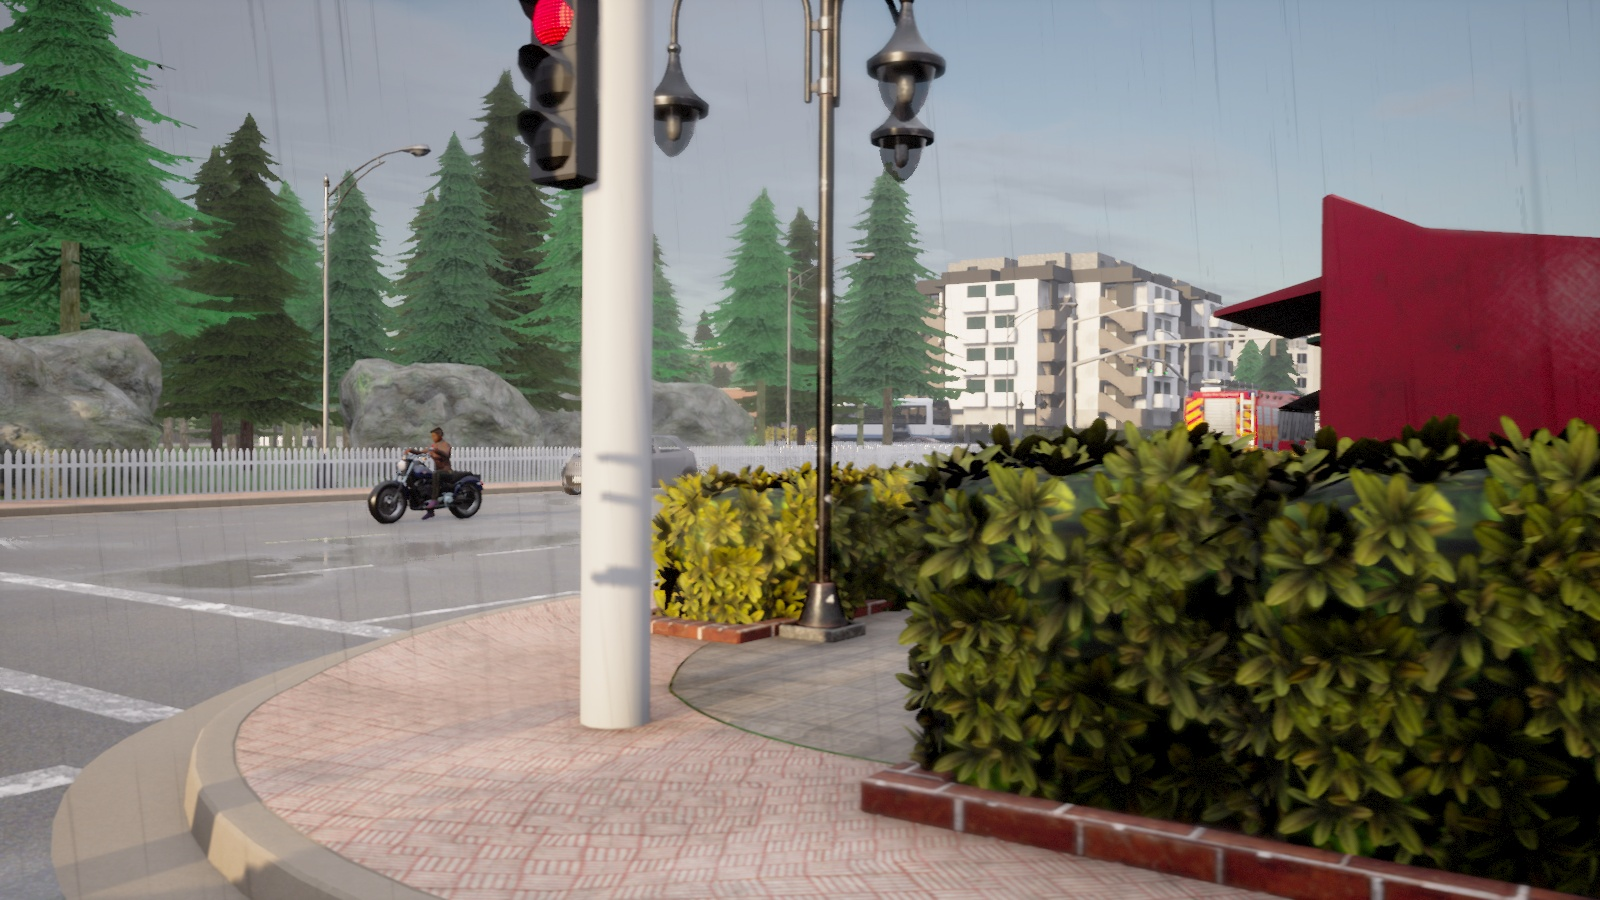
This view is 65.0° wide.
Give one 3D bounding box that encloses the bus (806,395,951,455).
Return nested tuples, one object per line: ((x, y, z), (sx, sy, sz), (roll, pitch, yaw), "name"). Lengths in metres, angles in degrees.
((5.817, -1.828, 94.430), (10.273, 4.253, 3.944), (0, 1, 35), "bus")

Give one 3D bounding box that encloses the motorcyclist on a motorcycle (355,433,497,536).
((-6.340, 0.539, 21.448), (0.766, 1.649, 2.350), (0, 1, 34), "motorcyclist on a motorcycle")

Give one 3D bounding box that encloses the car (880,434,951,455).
((8.133, -0.377, 88.512), (4.674, 1.442, 1.812), (0, 1, 36), "car")

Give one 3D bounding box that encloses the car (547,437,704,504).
((-4.231, 0.463, 30.828), (1.845, 1.501, 3.633), (0, 1, 34), "car")

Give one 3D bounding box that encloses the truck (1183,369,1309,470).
((18.708, -1.232, 52.300), (2.891, 3.827, 8.468), (0, 1, 34), "truck")
